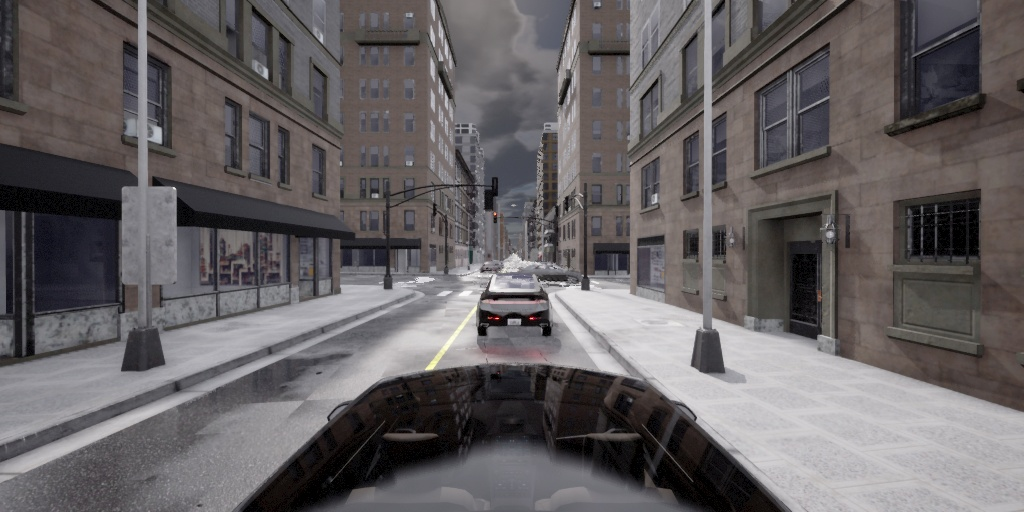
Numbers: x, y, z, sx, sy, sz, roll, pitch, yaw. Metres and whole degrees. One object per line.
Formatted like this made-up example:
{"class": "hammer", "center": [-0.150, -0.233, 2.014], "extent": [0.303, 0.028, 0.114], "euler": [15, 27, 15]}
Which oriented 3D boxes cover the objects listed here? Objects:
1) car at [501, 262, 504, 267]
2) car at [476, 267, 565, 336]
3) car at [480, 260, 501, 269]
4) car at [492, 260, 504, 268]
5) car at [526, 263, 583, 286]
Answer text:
{"class": "car", "center": [-2.625, 1.334, 53.955], "extent": [1.837, 1.490, 4.892], "euler": [0, 0, 0]}
{"class": "car", "center": [0.074, 1.243, 10.348], "extent": [2.128, 1.511, 4.902], "euler": [0, 0, 1]}
{"class": "car", "center": [-2.719, 1.372, 44.002], "extent": [1.994, 1.385, 4.181], "euler": [0, 0, 1]}
{"class": "car", "center": [-2.501, 1.451, 64.072], "extent": [1.895, 1.301, 4.718], "euler": [0, 0, 1]}
{"class": "car", "center": [2.787, 1.315, 26.237], "extent": [4.902, 1.511, 2.128], "euler": [2, 0, 0]}
